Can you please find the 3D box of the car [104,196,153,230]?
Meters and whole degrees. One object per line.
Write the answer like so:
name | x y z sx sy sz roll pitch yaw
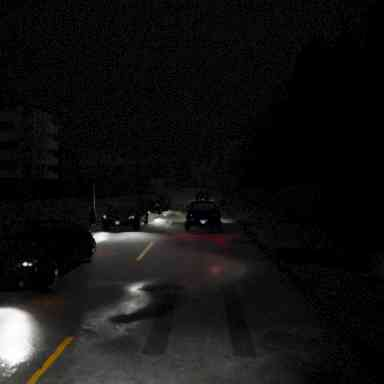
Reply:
car | -3.568 1.172 18.486 1.812 1.442 4.674 0 1 2

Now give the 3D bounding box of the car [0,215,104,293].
car | -3.890 1.392 8.315 1.994 1.385 4.181 0 1 2

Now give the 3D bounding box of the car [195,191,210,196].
car | 1.509 0.654 47.404 1.837 1.490 4.892 0 1 2

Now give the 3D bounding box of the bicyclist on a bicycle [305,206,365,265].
bicyclist on a bicycle | 3.912 1.201 9.093 1.656 1.620 0.582 0 1 2

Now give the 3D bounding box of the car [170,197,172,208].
car | -3.131 0.796 31.814 2.097 1.767 4.553 1 2 2

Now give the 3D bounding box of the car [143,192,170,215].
car | -3.213 0.851 27.068 1.882 1.535 5.008 0 2 2

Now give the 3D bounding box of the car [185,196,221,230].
car | 0.613 1.196 18.291 1.812 1.442 4.674 0 1 2
